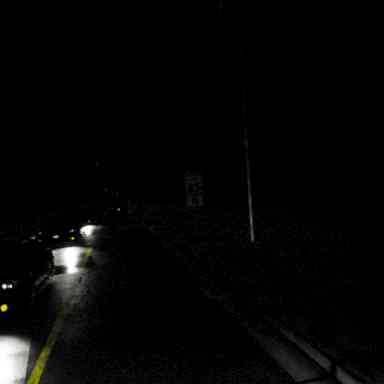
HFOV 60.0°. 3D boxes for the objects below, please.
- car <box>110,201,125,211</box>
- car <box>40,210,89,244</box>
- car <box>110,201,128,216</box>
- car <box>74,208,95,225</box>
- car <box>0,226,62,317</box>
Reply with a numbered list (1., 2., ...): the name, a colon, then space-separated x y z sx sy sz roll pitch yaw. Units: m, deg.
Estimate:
1. car: -11.714 2.169 52.215 1.994 1.385 4.181 -3 0 -13
2. car: -6.754 1.910 17.314 1.994 1.385 4.181 -3 0 -13
3. car: -8.790 2.009 39.842 1.994 1.385 4.181 -3 0 -13
4. car: -9.271 2.040 28.030 1.994 1.385 4.181 -3 0 -13
5. car: -4.474 1.797 7.645 1.994 1.385 4.181 -3 0 -13
